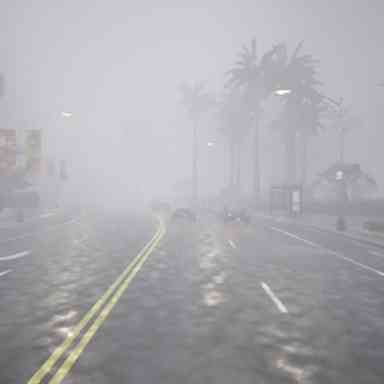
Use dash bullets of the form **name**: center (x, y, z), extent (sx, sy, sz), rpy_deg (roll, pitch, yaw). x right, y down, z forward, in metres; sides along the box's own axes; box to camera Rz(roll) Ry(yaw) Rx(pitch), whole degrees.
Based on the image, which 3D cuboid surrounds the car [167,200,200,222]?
- **car**: center (-0.778, 1.571, 26.762), extent (1.812, 1.442, 4.674), rpy_deg (0, 0, -7)

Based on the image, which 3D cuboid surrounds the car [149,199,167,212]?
- **car**: center (-3.916, 1.593, 40.124), extent (1.812, 1.442, 4.674), rpy_deg (0, 0, -18)

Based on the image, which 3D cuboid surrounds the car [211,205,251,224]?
- **car**: center (2.957, 1.644, 25.246), extent (1.895, 1.301, 4.718), rpy_deg (0, 0, -7)

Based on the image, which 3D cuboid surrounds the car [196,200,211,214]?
- **car**: center (0.823, 1.610, 36.721), extent (2.033, 1.411, 5.357), rpy_deg (0, 0, -15)
